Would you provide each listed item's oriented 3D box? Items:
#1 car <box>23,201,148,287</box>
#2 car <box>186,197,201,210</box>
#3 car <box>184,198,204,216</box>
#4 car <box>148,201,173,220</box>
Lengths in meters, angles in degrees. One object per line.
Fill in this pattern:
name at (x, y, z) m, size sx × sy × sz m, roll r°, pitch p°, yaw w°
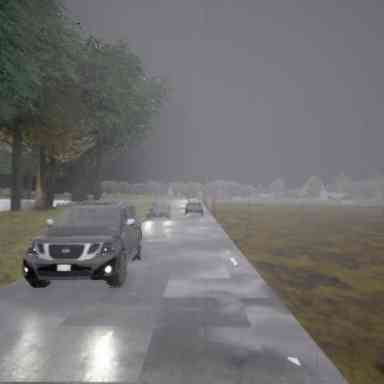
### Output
car at (-2.802, 1.310, 9.946) m, size 2.150 × 2.045 × 5.566 m, roll 0°, pitch -1°, yaw -1°
car at (0.235, 1.538, 44.884) m, size 1.882 × 1.535 × 5.008 m, roll 0°, pitch 0°, yaw 0°
car at (0.201, 1.578, 34.215) m, size 2.128 × 1.511 × 4.902 m, roll 0°, pitch 0°, yaw 0°
car at (-2.762, 1.594, 29.076) m, size 1.837 × 1.490 × 4.892 m, roll 0°, pitch 0°, yaw 0°
